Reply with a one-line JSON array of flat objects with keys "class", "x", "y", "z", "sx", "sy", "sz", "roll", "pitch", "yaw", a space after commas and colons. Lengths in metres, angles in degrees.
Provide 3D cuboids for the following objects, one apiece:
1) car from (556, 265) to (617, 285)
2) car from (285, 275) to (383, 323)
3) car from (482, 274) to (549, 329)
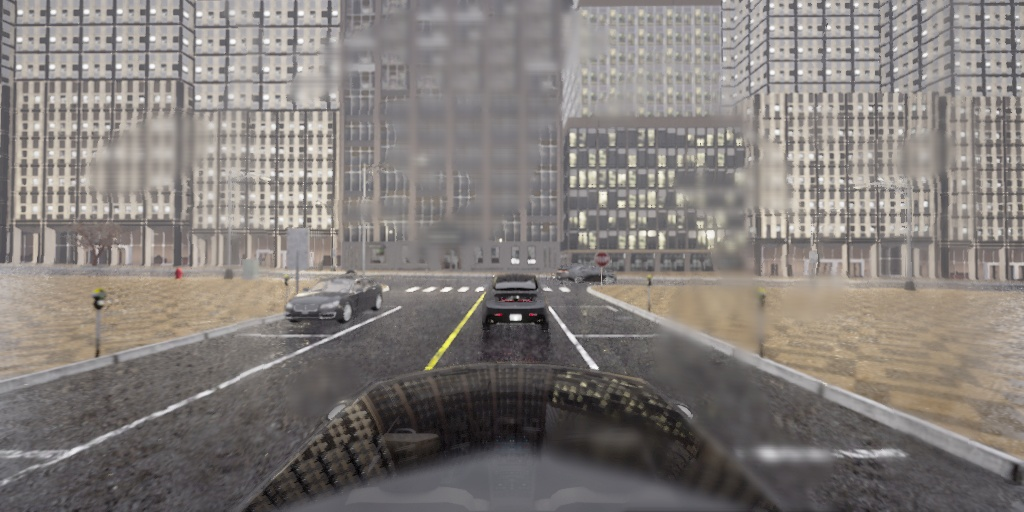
[{"class": "car", "x": 5.759, "y": 1.425, "z": 27.401, "sx": 4.902, "sy": 1.511, "sz": 2.128, "roll": 2, "pitch": -1, "yaw": -23}, {"class": "car", "x": -5.826, "y": 1.359, "z": 12.260, "sx": 2.007, "sy": 1.370, "sz": 4.403, "roll": 0, "pitch": 0, "yaw": 0}, {"class": "car", "x": 0.093, "y": 1.309, "z": 11.442, "sx": 1.837, "sy": 1.490, "sz": 4.892, "roll": 0, "pitch": 0, "yaw": 0}]
